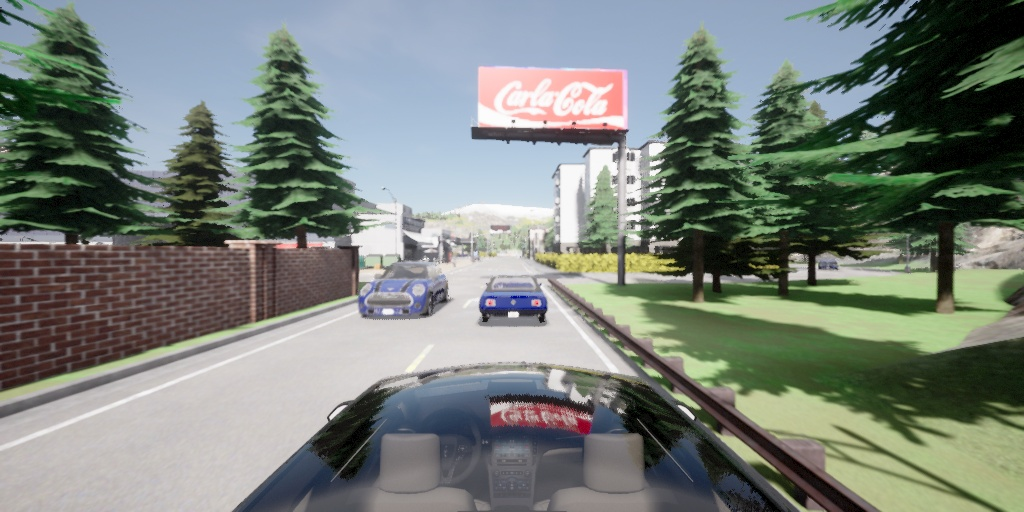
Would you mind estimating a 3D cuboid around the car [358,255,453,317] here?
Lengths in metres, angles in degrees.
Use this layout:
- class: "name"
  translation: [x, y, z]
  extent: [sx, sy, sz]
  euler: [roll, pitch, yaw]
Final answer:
- class: "car"
  translation: [-3.563, 0.988, 12.583]
  extent: [2.097, 1.767, 4.553]
  euler: [0, 1, 0]

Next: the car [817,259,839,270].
- class: "car"
  translation: [39.674, 1.024, 45.014]
  extent: [2.033, 1.411, 5.357]
  euler: [1, 1, 41]

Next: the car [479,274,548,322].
- class: "car"
  translation: [0.057, 1.247, 11.725]
  extent: [1.895, 1.301, 4.718]
  euler: [0, 1, 1]
